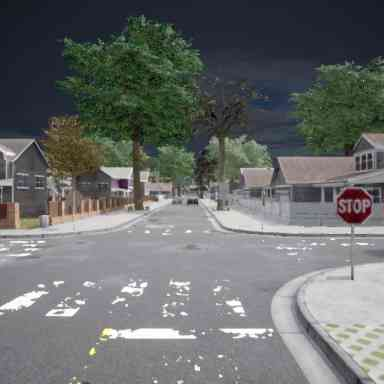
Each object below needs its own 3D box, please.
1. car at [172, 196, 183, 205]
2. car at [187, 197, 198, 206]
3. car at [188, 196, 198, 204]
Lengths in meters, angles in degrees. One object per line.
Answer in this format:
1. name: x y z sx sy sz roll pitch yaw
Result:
1. car: -2.629 1.543 61.078 1.837 1.490 4.892 0 0 0
2. car: 0.113 1.512 56.902 1.882 1.535 5.008 0 0 0
3. car: 0.134 1.607 67.321 1.994 1.385 4.181 0 0 0
